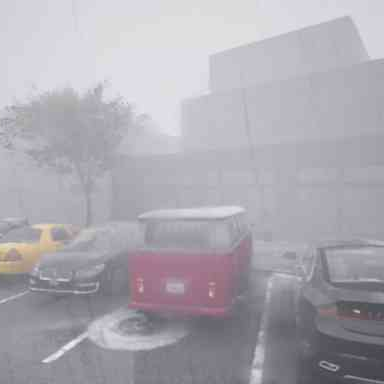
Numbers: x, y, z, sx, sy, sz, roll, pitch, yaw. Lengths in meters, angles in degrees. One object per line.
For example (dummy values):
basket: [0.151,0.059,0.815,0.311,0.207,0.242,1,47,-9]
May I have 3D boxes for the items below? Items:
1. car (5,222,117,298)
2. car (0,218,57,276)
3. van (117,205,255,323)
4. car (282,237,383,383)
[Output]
car: [-2.099,1.583,8.947,2.231,1.521,4.892,-1,-2,15]
car: [-4.445,1.658,10.813,1.946,1.575,5.366,-2,-2,15]
van: [0.308,1.302,7.365,1.878,1.987,4.442,-1,-2,15]
car: [2.656,1.490,5.548,2.231,1.521,4.892,-1,-1,15]
